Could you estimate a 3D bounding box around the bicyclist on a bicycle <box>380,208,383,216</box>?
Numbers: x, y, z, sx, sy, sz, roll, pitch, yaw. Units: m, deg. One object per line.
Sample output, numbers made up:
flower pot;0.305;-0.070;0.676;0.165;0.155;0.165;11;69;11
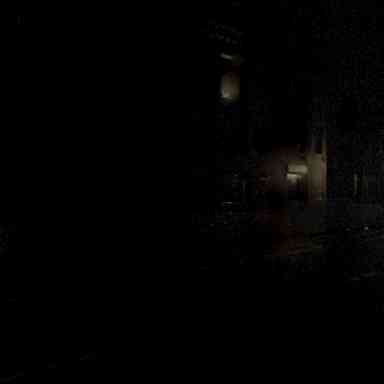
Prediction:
bicyclist on a bicycle;11.935;1.394;20.246;0.866;1.612;1.509;1;1;38
